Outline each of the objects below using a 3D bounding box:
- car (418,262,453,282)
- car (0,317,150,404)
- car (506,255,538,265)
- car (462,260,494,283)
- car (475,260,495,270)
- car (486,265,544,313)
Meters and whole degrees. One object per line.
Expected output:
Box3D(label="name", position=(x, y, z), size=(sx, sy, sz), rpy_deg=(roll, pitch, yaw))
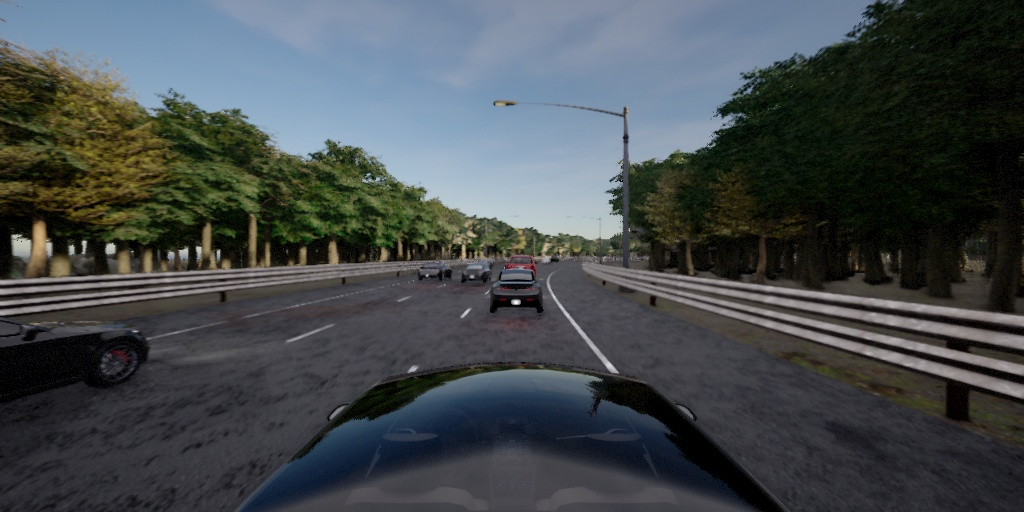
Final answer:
Box3D(label="car", position=(-6.087, 1.239, 28.927), size=(2.128, 1.511, 4.902), rpy_deg=(0, 0, 4))
Box3D(label="car", position=(-6.923, 1.263, 3.935), size=(1.812, 1.442, 4.674), rpy_deg=(0, 0, 1))
Box3D(label="car", position=(0.788, 0.980, 27.608), size=(2.150, 2.045, 5.566), rpy_deg=(0, 0, 3))
Box3D(label="car", position=(-2.643, 1.279, 27.503), size=(1.812, 1.442, 4.674), rpy_deg=(0, 0, 4))
Box3D(label="car", position=(-3.988, 1.296, 53.792), size=(2.033, 1.411, 5.357), rpy_deg=(1, 0, 8))
Box3D(label="car", position=(0.205, 1.260, 14.156), size=(1.837, 1.490, 4.892), rpy_deg=(0, 0, 2))
